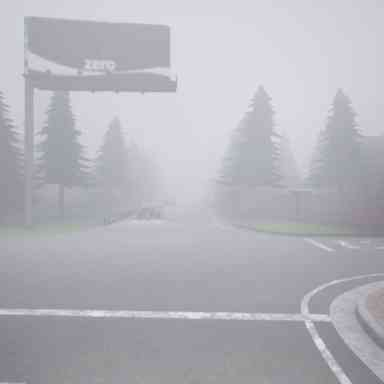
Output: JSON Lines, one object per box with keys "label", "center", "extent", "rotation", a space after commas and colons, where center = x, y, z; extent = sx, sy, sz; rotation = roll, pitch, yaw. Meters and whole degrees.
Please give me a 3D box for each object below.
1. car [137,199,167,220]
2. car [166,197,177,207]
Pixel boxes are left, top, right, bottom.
{"label": "car", "center": [-3.423, 1.527, 27.901], "extent": [1.812, 1.442, 4.674], "rotation": [0, 0, 0]}
{"label": "car", "center": [-3.358, 1.509, 52.744], "extent": [2.033, 1.411, 5.357], "rotation": [0, 0, 0]}
